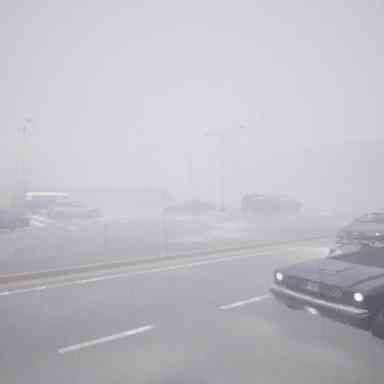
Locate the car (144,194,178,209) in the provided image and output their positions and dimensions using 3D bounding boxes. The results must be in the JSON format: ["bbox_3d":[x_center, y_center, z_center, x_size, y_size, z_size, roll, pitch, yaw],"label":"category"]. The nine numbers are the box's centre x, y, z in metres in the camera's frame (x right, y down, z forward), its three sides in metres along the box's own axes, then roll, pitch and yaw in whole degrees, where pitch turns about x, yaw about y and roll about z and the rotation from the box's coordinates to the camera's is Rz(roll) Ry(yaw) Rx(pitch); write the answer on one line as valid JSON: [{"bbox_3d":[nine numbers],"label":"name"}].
[{"bbox_3d":[-4.660,1.166,49.766,3.866,1.878,1.905,0,0,-35],"label":"car"}]

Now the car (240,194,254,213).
[{"bbox_3d":[6.712,1.167,33.773,3.866,1.878,1.905,0,0,-35],"label":"car"}]

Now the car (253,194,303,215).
[{"bbox_3d":[8.340,1.164,31.380,4.605,1.855,1.932,0,0,-35],"label":"car"}]

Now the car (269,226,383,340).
[{"bbox_3d":[3.735,1.604,6.637,4.718,1.301,1.895,0,0,-35],"label":"car"}]

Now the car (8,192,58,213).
[{"bbox_3d":[-18.946,1.156,39.623,4.605,1.855,1.932,0,0,-35],"label":"car"}]

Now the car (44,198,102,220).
[{"bbox_3d":[-9.106,1.398,25.885,3.806,1.475,1.970,0,0,-35],"label":"car"}]

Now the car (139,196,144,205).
[{"bbox_3d":[-6.325,1.406,52.135,3.806,1.475,1.970,0,0,-35],"label":"car"}]

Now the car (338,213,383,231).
[{"bbox_3d":[7.829,1.571,13.768,4.181,1.385,1.994,0,0,-35],"label":"car"}]

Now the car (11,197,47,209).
[{"bbox_3d":[-20.568,1.366,42.024,3.905,1.438,1.784,0,0,-35],"label":"car"}]
